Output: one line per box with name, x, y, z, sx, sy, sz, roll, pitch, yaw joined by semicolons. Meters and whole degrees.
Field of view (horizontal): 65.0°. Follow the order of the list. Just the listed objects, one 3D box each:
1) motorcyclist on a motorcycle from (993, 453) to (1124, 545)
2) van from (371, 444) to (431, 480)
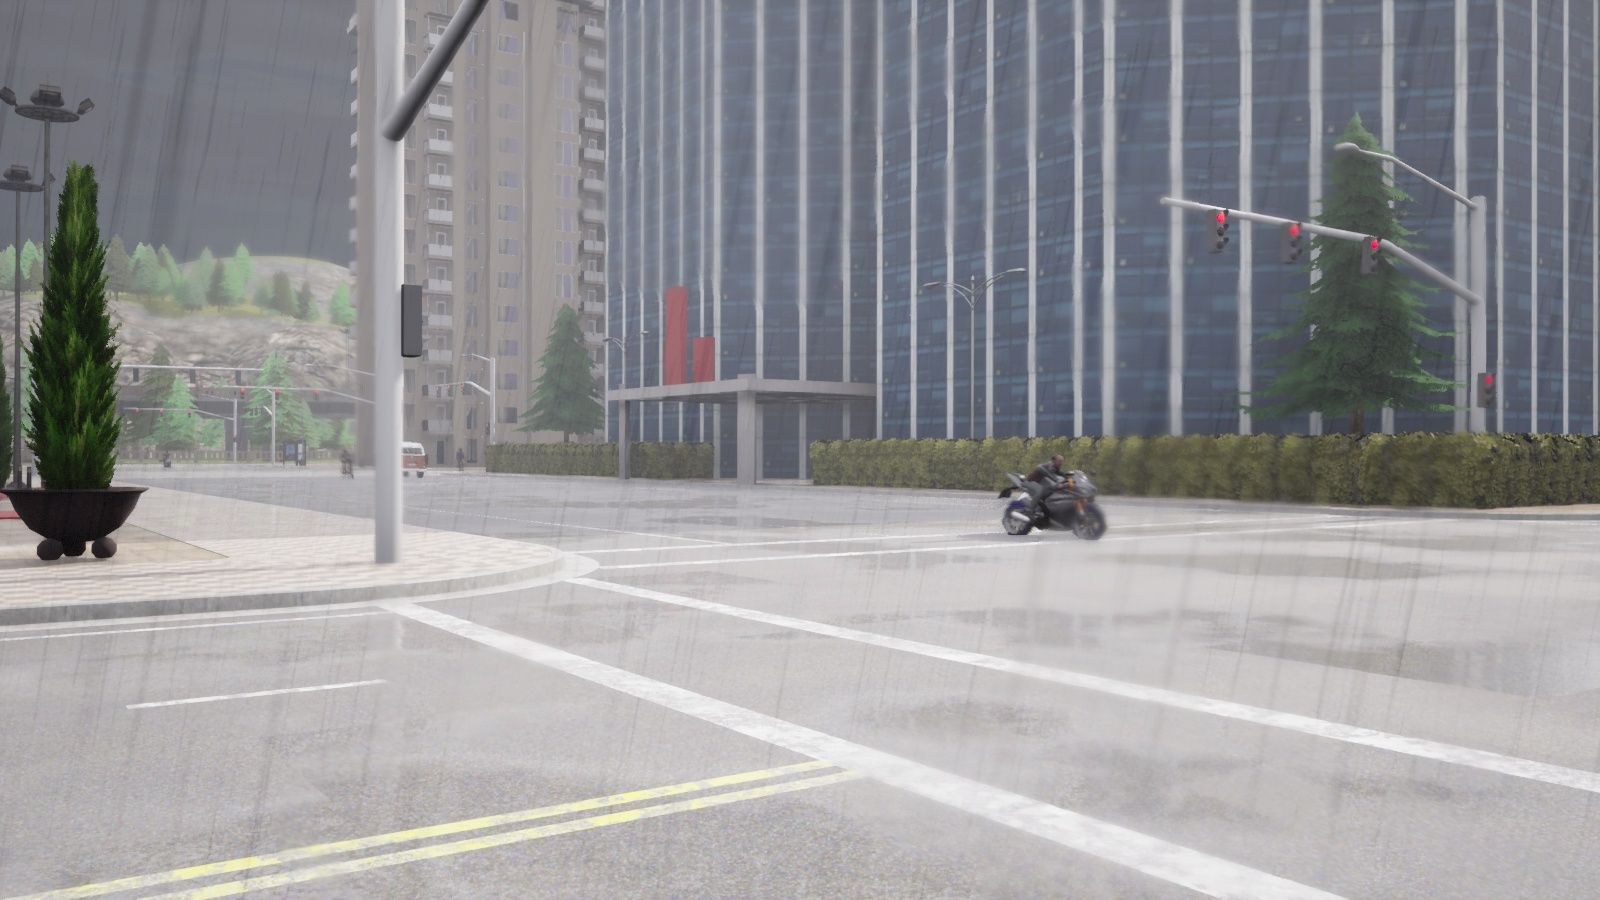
motorcyclist on a motorcycle;4.528;0.824;22.149;0.866;1.530;2.191;0;0;-41
van;-23.235;0.696;73.072;2.069;2.038;4.480;0;0;-35
